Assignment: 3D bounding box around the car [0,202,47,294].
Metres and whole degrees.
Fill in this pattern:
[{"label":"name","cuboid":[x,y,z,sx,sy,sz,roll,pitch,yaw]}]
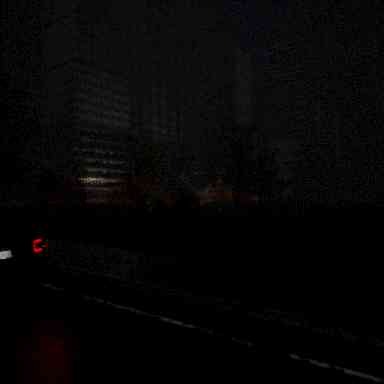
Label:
[{"label":"car","cuboid":[-5.614,1.250,7.654,5.566,2.045,2.150,0,0,36]}]
